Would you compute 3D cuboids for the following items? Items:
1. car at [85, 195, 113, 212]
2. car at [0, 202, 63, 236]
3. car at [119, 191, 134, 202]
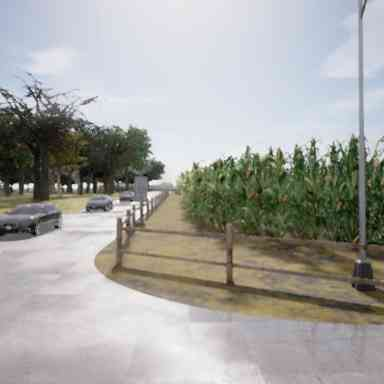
[{"bbox_3d":[-8.837,1.057,32.046,1.837,1.490,4.892,0,1,-2],"label":"car"},{"bbox_3d":[-8.297,1.342,17.323,1.837,1.490,4.892,0,1,-2],"label":"car"},{"bbox_3d":[-9.375,0.640,48.374,1.837,1.490,4.892,0,1,-2],"label":"car"}]
